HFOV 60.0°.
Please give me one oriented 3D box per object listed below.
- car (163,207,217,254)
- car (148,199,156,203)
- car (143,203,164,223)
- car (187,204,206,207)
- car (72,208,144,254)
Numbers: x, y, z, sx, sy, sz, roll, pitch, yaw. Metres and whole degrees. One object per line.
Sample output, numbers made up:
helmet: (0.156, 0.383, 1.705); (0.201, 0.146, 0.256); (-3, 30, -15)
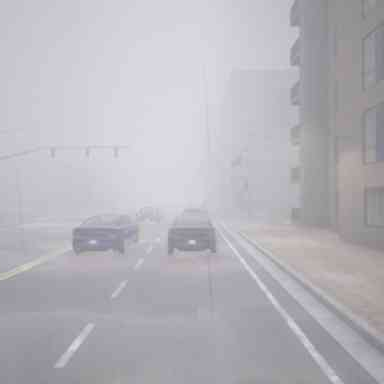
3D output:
car: (0.020, 1.635, 14.233); (1.882, 1.535, 5.008); (0, 0, 0)
car: (-10.522, 2.486, 87.716); (2.128, 1.511, 4.902); (0, -1, 0)
car: (-3.489, 1.912, 28.230); (1.895, 1.301, 4.718); (0, -1, 0)
car: (0.468, 1.798, 29.174); (1.882, 1.535, 5.008); (0, 0, 10)
car: (-3.480, 1.635, 14.229); (1.882, 1.535, 5.008); (0, 0, 0)
